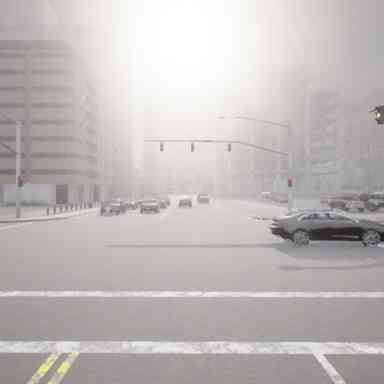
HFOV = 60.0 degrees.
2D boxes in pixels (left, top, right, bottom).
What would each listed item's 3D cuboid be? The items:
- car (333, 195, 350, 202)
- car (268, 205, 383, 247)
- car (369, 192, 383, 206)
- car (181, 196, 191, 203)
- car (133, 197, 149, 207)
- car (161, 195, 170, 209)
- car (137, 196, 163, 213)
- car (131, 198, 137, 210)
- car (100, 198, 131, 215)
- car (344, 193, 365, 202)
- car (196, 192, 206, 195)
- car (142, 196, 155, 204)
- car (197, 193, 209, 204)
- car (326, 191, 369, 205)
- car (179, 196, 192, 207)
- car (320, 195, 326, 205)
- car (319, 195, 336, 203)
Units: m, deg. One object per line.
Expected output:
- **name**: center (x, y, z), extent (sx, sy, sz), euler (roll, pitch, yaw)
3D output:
- **car**: center (30.696, 1.357, 68.346), extent (1.784, 1.438, 3.905), euler (0, 0, 0)
- **car**: center (5.783, 1.490, 14.337), extent (4.902, 1.511, 2.128), euler (0, 0, -1)
- **car**: center (19.478, 1.153, 35.725), extent (1.905, 1.878, 3.866), euler (0, 0, 0)
- **car**: center (-1.202, 1.537, 71.513), extent (2.033, 1.411, 5.357), euler (0, 0, 0)
- **car**: center (-8.205, 1.558, 53.365), extent (1.994, 1.385, 4.181), euler (0, 0, -1)
- **car**: center (-4.647, 1.347, 45.988), extent (2.097, 1.767, 4.553), euler (0, 0, -1)
- **car**: center (-4.575, 1.501, 36.845), extent (1.837, 1.490, 4.892), euler (0, 0, 0)
- **car**: center (-8.120, 1.521, 43.370), extent (1.812, 1.442, 4.674), euler (0, 0, 0)
- **car**: center (-8.053, 1.488, 34.221), extent (2.128, 1.511, 4.902), euler (0, 0, 0)
- **car**: center (33.379, 1.146, 68.408), extent (1.932, 1.855, 4.605), euler (0, 0, 0)
- **car**: center (2.219, 1.043, 74.446), extent (2.150, 2.045, 5.566), euler (0, 0, 0)
- **car**: center (-8.241, 1.471, 63.488), extent (1.882, 1.535, 5.008), euler (0, 0, 0)
- **car**: center (2.299, 1.471, 64.641), extent (1.882, 1.535, 5.008), euler (0, 0, 0)
- **car**: center (16.583, 1.150, 35.766), extent (1.932, 1.855, 4.605), euler (0, 0, 0)
- **car**: center (-0.997, 1.486, 51.687), extent (2.128, 1.511, 4.902), euler (0, 0, 0)
- **car**: center (22.103, 1.390, 53.205), extent (1.970, 1.475, 3.806), euler (0, 0, 0)
- **car**: center (27.801, 1.388, 68.333), extent (1.970, 1.475, 3.806), euler (0, 0, 0)
